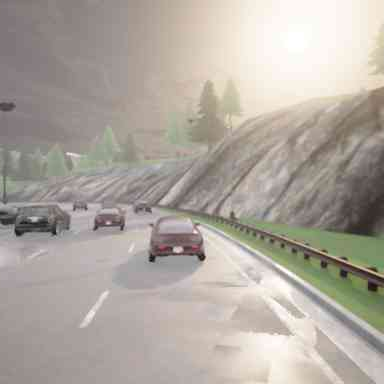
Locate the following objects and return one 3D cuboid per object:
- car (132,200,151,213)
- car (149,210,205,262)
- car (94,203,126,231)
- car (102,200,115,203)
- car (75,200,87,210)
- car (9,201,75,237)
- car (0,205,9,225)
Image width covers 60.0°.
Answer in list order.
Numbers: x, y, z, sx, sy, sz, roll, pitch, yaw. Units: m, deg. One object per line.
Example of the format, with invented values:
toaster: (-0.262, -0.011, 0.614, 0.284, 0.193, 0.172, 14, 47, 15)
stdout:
car: (-6.047, 1.733, 39.832, 1.837, 1.490, 4.892, 0, 0, -16)
car: (-0.627, 1.585, 12.395, 1.812, 1.442, 4.674, 0, 0, -5)
car: (-5.350, 1.668, 21.886, 1.812, 1.442, 4.674, 0, 0, -10)
car: (-11.650, 1.851, 46.250, 2.033, 1.411, 5.357, 0, 0, -20)
car: (-16.308, 1.844, 48.246, 2.128, 1.511, 4.902, 0, 0, -22)
car: (-8.511, 1.511, 19.411, 2.097, 1.767, 4.553, -1, 0, -9)
car: (-12.800, 1.718, 23.627, 1.837, 1.490, 4.892, 0, -1, -11)
